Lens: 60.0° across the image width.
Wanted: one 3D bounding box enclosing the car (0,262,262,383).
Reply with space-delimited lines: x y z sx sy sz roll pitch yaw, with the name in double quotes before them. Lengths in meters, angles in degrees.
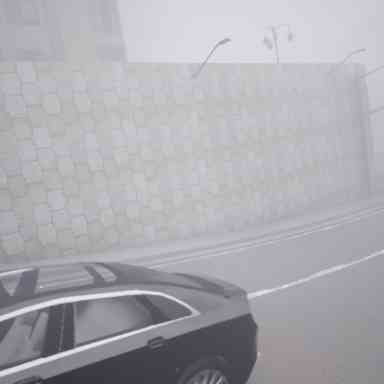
"car" -1.550 1.490 2.880 4.902 1.511 2.128 0 0 -35
